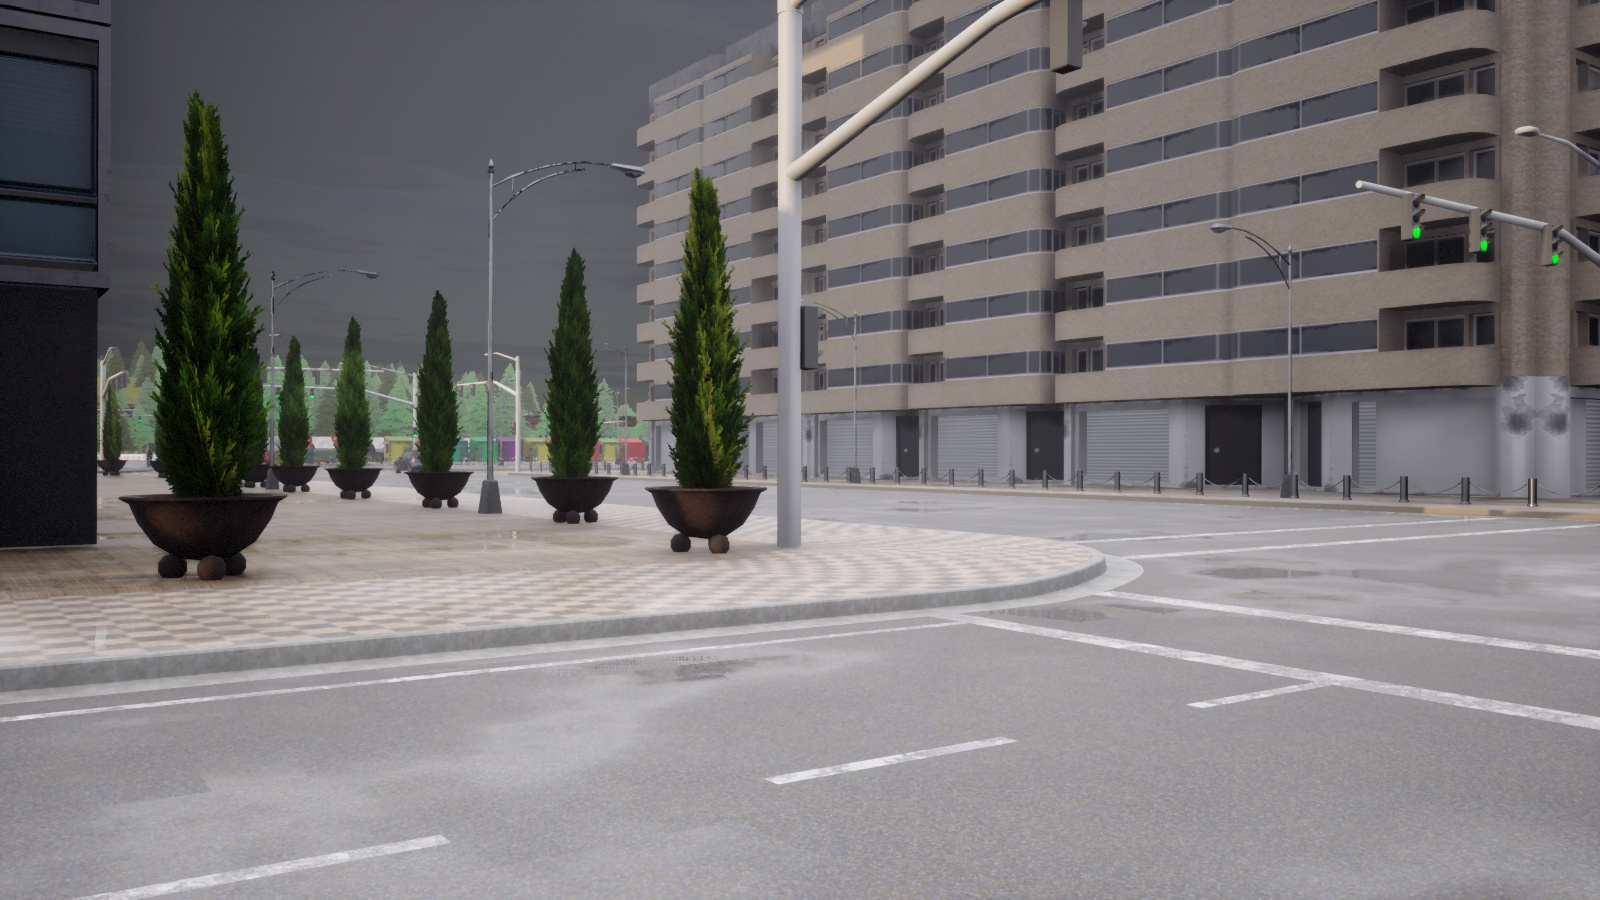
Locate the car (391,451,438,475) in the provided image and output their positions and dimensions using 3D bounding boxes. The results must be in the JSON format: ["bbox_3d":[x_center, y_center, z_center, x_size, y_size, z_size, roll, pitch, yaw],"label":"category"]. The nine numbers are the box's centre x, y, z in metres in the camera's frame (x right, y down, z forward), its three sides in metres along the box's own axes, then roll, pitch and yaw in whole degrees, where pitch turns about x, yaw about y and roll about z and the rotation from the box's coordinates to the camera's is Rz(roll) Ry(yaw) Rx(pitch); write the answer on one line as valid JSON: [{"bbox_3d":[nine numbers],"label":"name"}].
[{"bbox_3d":[-26.208,0.880,85.256,1.851,1.617,3.988,0,0,-36],"label":"car"}]
